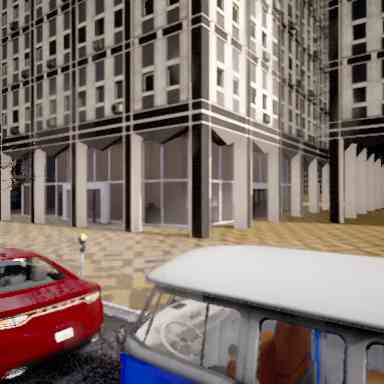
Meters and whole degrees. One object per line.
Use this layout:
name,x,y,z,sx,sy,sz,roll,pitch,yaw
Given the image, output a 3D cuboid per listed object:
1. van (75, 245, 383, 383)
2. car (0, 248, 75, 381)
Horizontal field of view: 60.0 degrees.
van,1.281,1.341,1.960,3.998,1.788,1.690,0,0,36
car,-3.332,1.573,5.251,4.507,1.381,1.887,0,0,35
